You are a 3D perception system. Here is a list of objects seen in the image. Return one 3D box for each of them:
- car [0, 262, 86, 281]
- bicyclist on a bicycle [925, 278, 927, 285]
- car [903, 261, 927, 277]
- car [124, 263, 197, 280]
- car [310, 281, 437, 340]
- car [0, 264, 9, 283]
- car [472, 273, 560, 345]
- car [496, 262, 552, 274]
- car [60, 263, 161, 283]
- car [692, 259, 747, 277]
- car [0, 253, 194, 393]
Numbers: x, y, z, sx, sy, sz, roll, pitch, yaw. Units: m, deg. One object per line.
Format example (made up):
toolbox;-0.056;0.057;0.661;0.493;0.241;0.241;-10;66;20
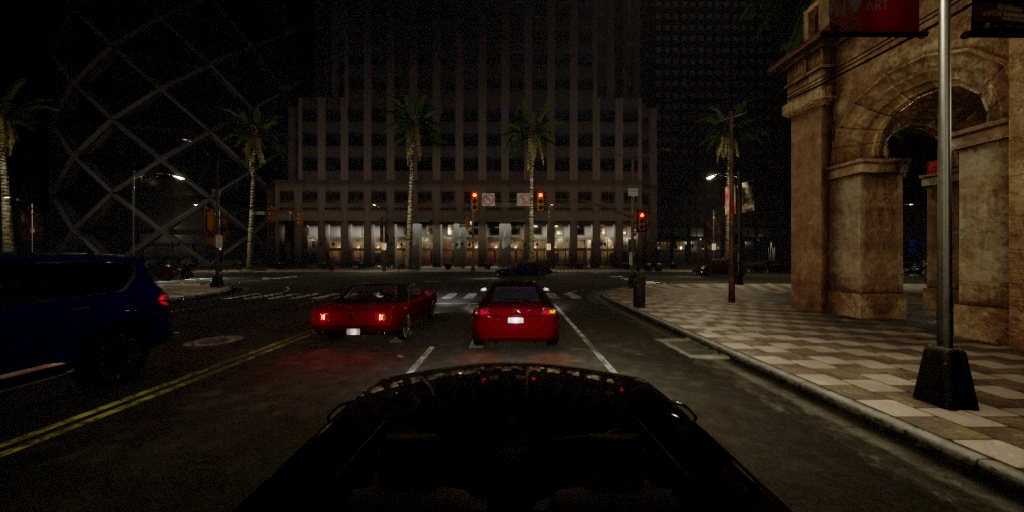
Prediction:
car;-39.058;1.279;29.675;4.674;1.442;1.812;0;0;-19
bicyclist on a bicycle;24.677;1.052;20.600;0.582;1.620;1.656;0;0;0
car;40.791;1.245;35.017;4.902;1.511;2.128;0;0;0
car;-30.426;1.317;31.156;4.181;1.385;1.994;0;0;-5
car;-3.417;1.352;9.975;1.895;1.301;4.718;0;0;0
car;-39.965;1.316;25.636;4.181;1.385;1.994;0;0;-23
car;0.082;1.315;9.512;1.994;1.385;4.181;0;0;0
car;1.125;1.300;33.503;5.357;1.411;2.033;0;0;-25
car;-30.992;1.300;27.823;5.357;1.411;2.033;0;0;-3
car;20.197;1.105;35.096;4.553;1.767;2.097;0;0;0
car;-7.100;0.972;3.998;2.150;2.045;5.566;0;0;0
